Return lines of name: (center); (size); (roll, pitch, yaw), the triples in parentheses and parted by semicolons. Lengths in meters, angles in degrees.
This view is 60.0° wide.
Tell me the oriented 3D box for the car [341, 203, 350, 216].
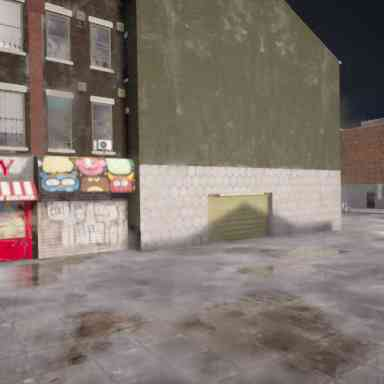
car: (13.170, 1.388, 34.145); (2.150, 2.045, 5.566); (-1, 0, -35)
